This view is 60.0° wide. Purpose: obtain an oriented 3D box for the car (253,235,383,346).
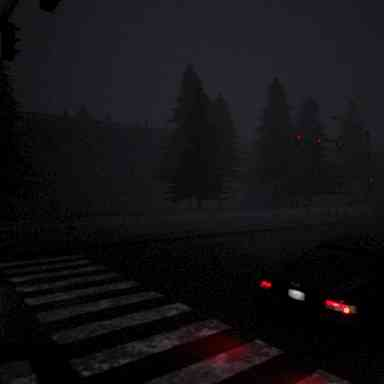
[{"bbox_3d":[3.558,1.547,6.285,5.357,1.411,2.033,0,0,-35],"label":"car"}]
